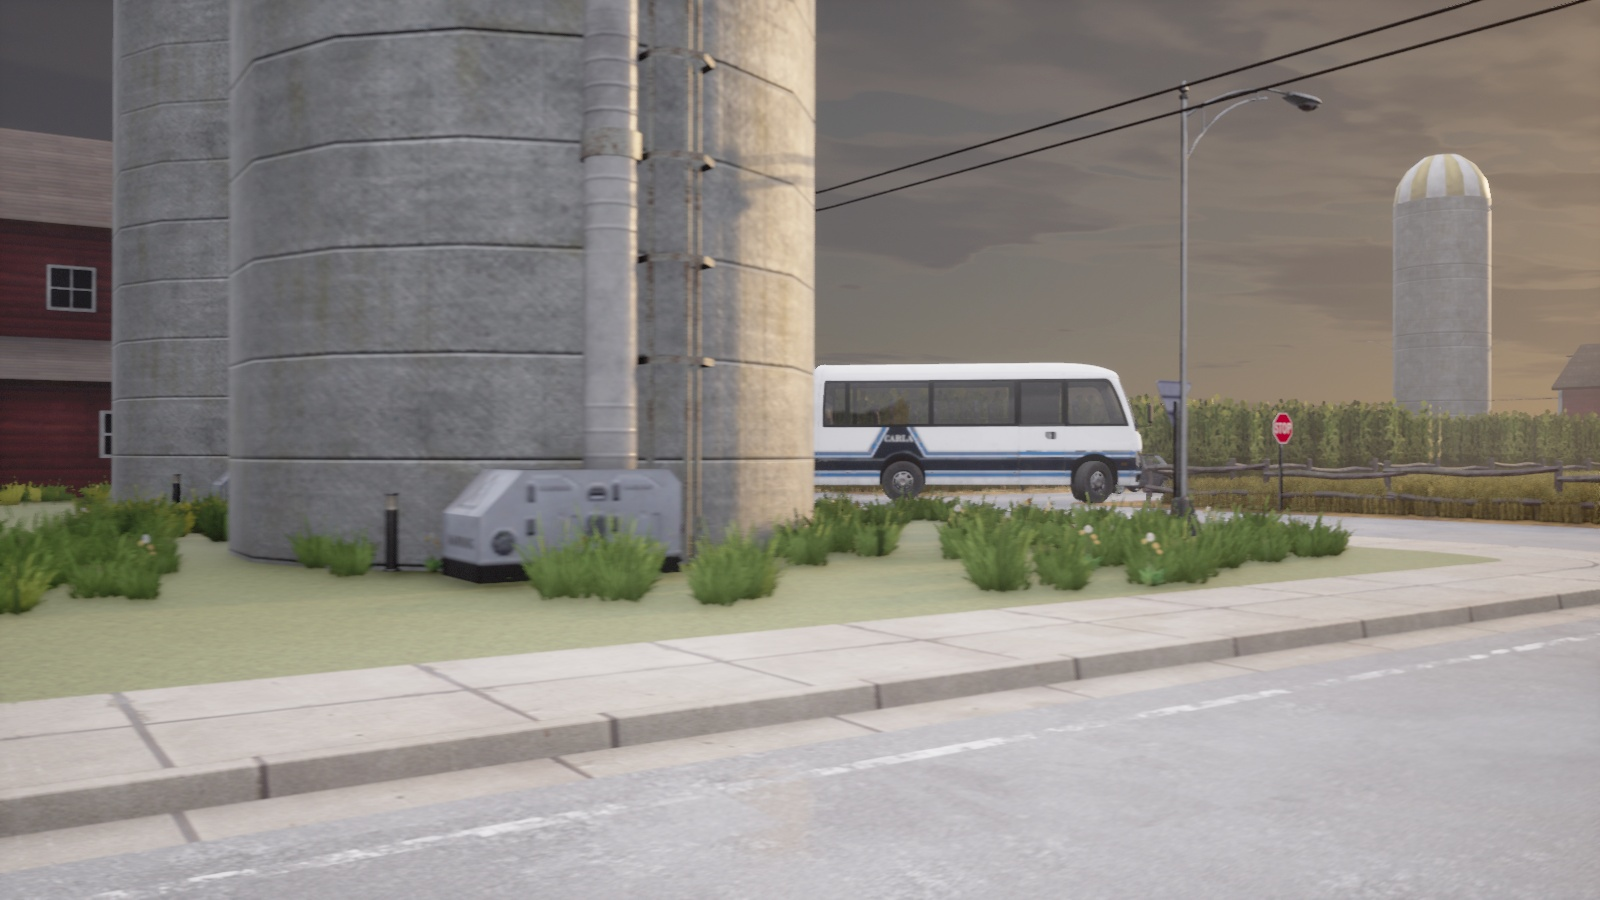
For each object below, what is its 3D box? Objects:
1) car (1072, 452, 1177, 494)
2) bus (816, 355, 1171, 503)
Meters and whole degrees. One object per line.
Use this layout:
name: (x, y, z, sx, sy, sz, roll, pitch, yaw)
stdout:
car: (12.122, 0.848, 46.823, 3.633, 1.501, 1.845, 0, 0, -34)
bus: (5.829, -0.557, 38.777, 10.273, 4.253, 3.944, 0, 0, 7)
